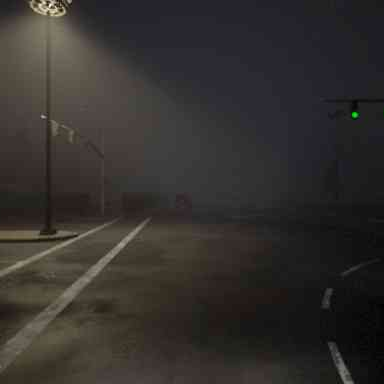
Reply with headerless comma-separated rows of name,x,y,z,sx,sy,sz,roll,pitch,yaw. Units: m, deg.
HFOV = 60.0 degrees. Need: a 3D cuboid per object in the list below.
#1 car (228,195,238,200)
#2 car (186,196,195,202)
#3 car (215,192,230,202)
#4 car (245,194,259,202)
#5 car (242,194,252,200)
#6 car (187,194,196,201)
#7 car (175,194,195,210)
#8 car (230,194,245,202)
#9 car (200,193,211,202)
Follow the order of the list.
car,10.350,1.367,83.533,1.994,1.385,4.181,0,0,1
car,-0.345,1.584,74.622,1.895,1.301,4.718,0,0,1
car,6.652,1.336,74.411,2.097,1.767,4.553,0,0,1
car,13.651,1.451,74.290,1.882,1.535,5.008,0,0,1
car,13.849,1.311,83.458,1.837,1.490,4.892,0,0,1
car,-0.148,1.351,83.760,2.128,1.511,4.902,0,0,1
car,-1.033,1.219,42.767,2.150,2.045,5.566,0,0,1
car,10.168,1.333,75.135,2.097,1.767,4.553,0,0,1
car,3.144,1.462,74.100,1.882,1.535,5.008,0,0,1
